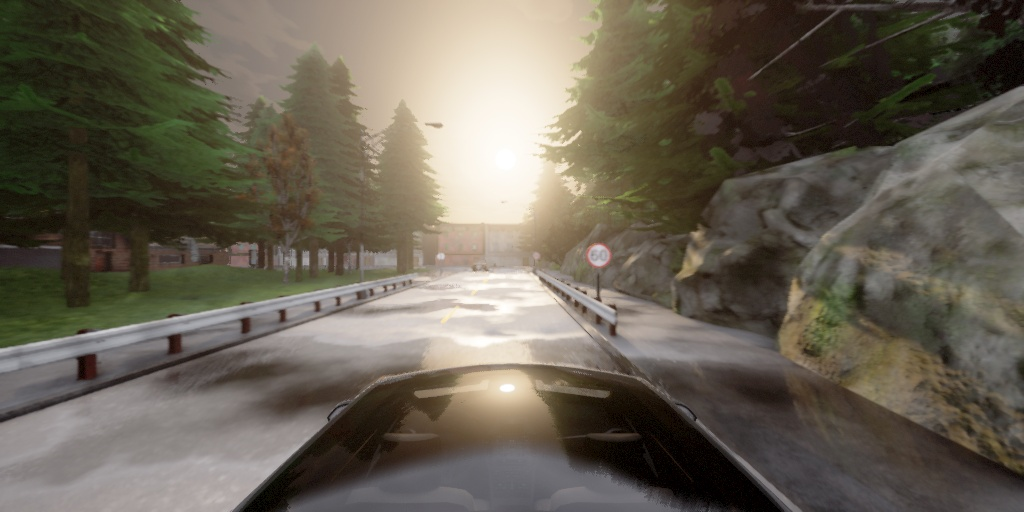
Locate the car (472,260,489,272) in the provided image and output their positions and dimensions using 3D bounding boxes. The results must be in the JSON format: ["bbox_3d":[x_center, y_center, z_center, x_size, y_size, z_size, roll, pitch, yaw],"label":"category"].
[{"bbox_3d":[-4.002,1.246,46.389,2.128,1.511,4.902,0,0,2],"label":"car"}]
